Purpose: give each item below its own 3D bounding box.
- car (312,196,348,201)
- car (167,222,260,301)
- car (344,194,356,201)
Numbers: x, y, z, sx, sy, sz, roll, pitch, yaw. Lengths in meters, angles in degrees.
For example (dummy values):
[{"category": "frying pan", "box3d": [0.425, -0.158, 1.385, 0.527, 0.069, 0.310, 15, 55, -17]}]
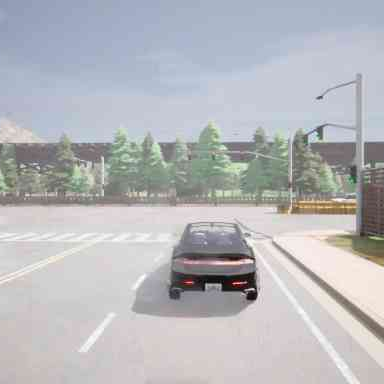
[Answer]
[{"category": "car", "box3d": [14.550, 1.491, 37.950, 4.902, 1.511, 2.128, 0, 0, 1]}, {"category": "car", "box3d": [0.511, 1.492, 8.374, 2.128, 1.511, 4.902, 0, 0, 3]}, {"category": "car", "box3d": [19.831, 1.222, 41.332, 5.566, 2.045, 2.150, 0, 0, 2]}]
